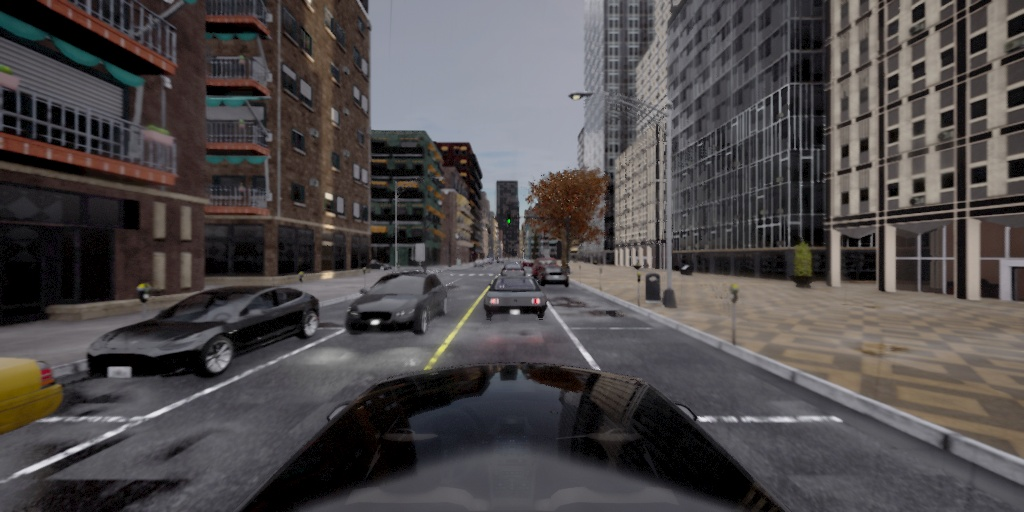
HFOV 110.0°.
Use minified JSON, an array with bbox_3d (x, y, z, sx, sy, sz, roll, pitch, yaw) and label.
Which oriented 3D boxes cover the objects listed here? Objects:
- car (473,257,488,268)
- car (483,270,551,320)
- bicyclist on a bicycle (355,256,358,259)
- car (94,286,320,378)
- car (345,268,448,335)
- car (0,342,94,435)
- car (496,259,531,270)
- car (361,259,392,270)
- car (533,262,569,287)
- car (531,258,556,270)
[{"bbox_3d":[-5.694,1.305,61.858,2.007,1.370,4.403,0,0,0],"label":"car"},{"bbox_3d":[0.098,1.347,12.648,1.895,1.301,4.718,0,0,0],"label":"car"},{"bbox_3d":[-23.172,0.754,53.701,0.582,1.620,1.656,1,0,-1],"label":"bicyclist on a bicycle"},{"bbox_3d":[-5.690,1.313,7.380,1.948,1.339,4.313,0,0,0],"label":"car"},{"bbox_3d":[-3.100,1.251,10.549,1.837,1.490,4.892,0,0,0],"label":"car"},{"bbox_3d":[-5.689,1.275,1.687,1.751,1.417,4.829,0,0,0],"label":"car"},{"bbox_3d":[0.094,1.237,27.076,2.128,1.511,4.902,0,0,0],"label":"car"},{"bbox_3d":[-16.438,1.085,42.441,4.403,1.370,2.007,0,0,-1],"label":"car"},{"bbox_3d":[2.690,1.311,23.948,1.948,1.339,4.313,0,0,0],"label":"car"},{"bbox_3d":[2.690,1.059,29.471,2.192,1.841,5.009,0,0,0],"label":"car"}]
